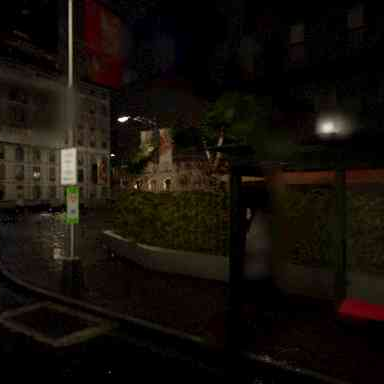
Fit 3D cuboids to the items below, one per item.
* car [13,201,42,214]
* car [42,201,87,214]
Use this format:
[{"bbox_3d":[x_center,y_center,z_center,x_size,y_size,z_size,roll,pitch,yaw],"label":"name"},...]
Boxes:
[{"bbox_3d":[-17.355,1.717,37.282,1.895,1.301,4.718,0,0,35],"label":"car"},{"bbox_3d":[-13.674,1.669,36.428,1.994,1.385,4.181,0,0,35],"label":"car"}]
